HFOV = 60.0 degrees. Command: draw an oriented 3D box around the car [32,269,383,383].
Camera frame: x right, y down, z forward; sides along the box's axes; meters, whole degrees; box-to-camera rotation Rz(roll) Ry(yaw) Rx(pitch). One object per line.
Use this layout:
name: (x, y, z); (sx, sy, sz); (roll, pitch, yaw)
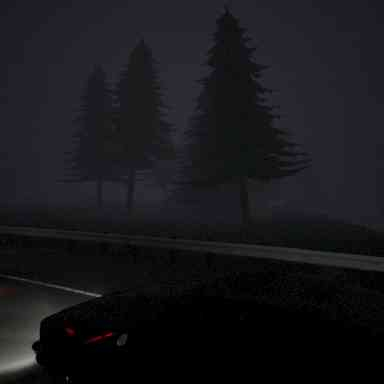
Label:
car: (0.724, 1.547, 3.214); (5.357, 1.411, 2.033); (0, 0, 34)

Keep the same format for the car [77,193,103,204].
car: (-19.264, 1.353, 63.202); (2.097, 1.767, 4.553); (0, 0, 9)

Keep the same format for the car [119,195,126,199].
car: (-18.943, 1.540, 90.734); (2.033, 1.411, 5.357); (0, 0, -11)

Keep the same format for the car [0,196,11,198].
car: (-39.250, 1.540, 72.309); (2.033, 1.411, 5.357); (0, 0, 5)

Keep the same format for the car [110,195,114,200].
car: (-22.594, 1.478, 91.437); (1.882, 1.535, 5.008); (0, 0, -11)

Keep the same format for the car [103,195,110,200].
car: (-21.517, 1.525, 77.652); (2.128, 1.511, 4.902); (0, 0, 1)

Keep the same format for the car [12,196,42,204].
car: (-30.185, 1.547, 61.448); (2.033, 1.411, 5.357); (0, 0, 12)

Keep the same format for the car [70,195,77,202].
car: (-25.181, 1.355, 73.324); (2.097, 1.767, 4.553); (0, 0, 1)
